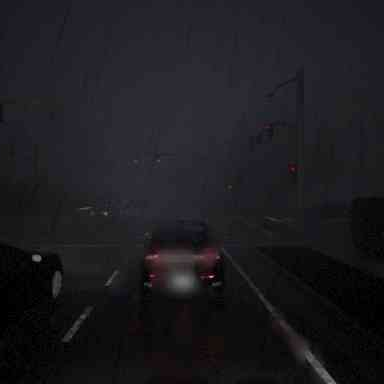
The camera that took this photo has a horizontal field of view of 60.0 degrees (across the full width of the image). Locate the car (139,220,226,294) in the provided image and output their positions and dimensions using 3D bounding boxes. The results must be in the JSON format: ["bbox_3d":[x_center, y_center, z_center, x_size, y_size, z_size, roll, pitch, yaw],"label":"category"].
[{"bbox_3d":[-0.259,1.496,8.786,2.128,1.511,4.902,0,0,-2],"label":"car"}]

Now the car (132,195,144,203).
[{"bbox_3d":[-11.864,1.512,73.195,1.882,1.535,5.008,0,0,-1],"label":"car"}]

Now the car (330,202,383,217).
[{"bbox_3d":[15.457,1.615,30.651,4.718,1.301,1.895,0,0,0],"label":"car"}]

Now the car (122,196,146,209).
[{"bbox_3d":[-7.992,1.622,46.451,1.895,1.301,4.718,0,0,-1],"label":"car"}]

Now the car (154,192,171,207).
[{"bbox_3d":[-4.409,1.376,52.913,2.097,1.767,4.553,0,0,-1],"label":"car"}]

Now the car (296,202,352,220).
[{"bbox_3d":[11.386,1.560,27.185,5.357,1.411,2.033,0,0,0],"label":"car"}]

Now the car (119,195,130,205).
[{"bbox_3d":[-11.604,1.530,53.214,1.837,1.490,4.892,0,0,-1],"label":"car"}]

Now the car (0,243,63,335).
[{"bbox_3d":[-3.624,1.480,5.122,1.882,1.535,5.008,0,0,-2],"label":"car"}]

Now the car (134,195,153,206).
[{"bbox_3d":[-8.133,1.590,55.217,1.994,1.385,4.181,0,0,-1],"label":"car"}]

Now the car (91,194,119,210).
[{"bbox_3d":[-11.449,1.242,43.387,2.150,2.045,5.566,0,0,-2],"label":"car"}]
